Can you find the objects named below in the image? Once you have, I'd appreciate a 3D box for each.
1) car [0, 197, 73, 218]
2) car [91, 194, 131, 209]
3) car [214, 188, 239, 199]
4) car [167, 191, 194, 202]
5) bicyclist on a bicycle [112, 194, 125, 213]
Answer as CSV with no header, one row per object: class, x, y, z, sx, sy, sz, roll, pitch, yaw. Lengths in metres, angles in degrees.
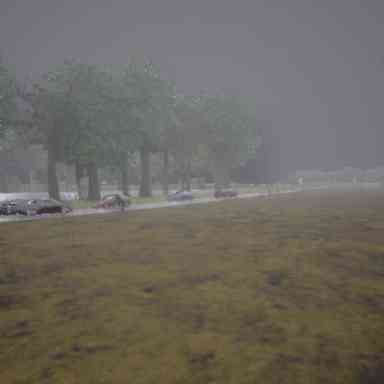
car,-11.767,1.171,26.105,2.128,1.511,4.902,-1,0,35
car,-8.557,1.003,35.687,1.812,1.442,4.674,-1,1,35
car,5.273,0.173,50.204,1.882,1.535,5.008,-1,2,36
car,-1.542,0.569,45.567,1.812,1.442,4.674,-1,2,35
bicyclist on a bicycle,-6.308,0.975,28.512,1.656,1.620,0.582,-1,1,35
